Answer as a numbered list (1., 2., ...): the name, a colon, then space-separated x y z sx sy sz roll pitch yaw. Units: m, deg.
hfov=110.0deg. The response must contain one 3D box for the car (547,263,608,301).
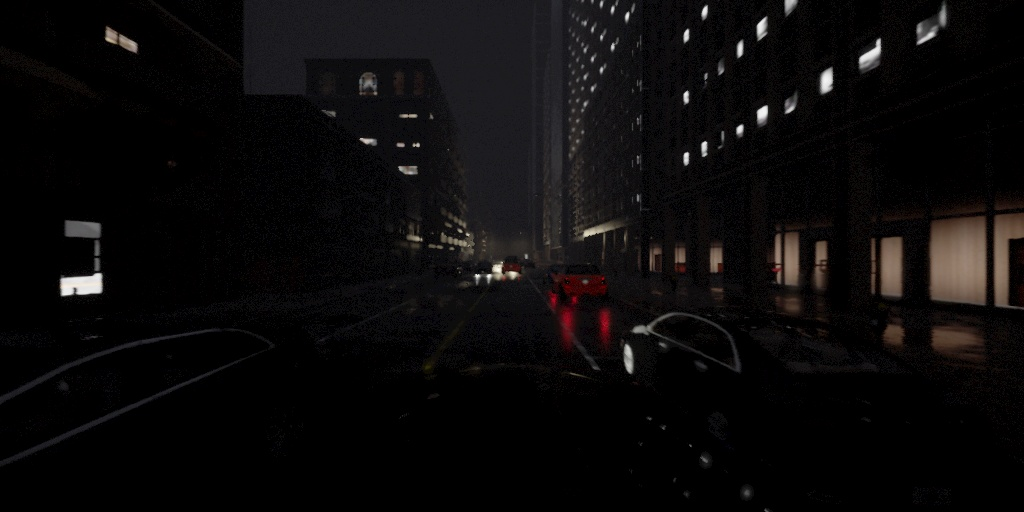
1. car: 3.118 1.097 17.356 2.097 1.767 4.553 0 0 0

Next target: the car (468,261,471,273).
1. car: -5.677 1.307 44.020 1.948 1.339 4.313 0 0 0

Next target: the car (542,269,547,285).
1. car: 3.155 1.268 24.386 1.812 1.442 4.674 0 0 0

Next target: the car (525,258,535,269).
1. car: 2.706 1.325 55.314 1.802 1.307 4.207 0 0 0

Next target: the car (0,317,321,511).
1. car: -3.092 1.241 2.104 2.128 1.511 4.902 0 0 0

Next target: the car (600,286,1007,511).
1. car: 2.691 1.299 4.477 2.007 1.370 4.403 0 0 0

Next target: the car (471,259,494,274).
1. car: -3.081 1.288 40.415 2.033 1.411 5.357 0 0 0

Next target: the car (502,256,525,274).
1. car: 0.028 1.097 40.459 2.097 1.767 4.553 0 0 3

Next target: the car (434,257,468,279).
1. car: -5.681 1.057 32.723 2.192 1.841 5.009 0 0 0
